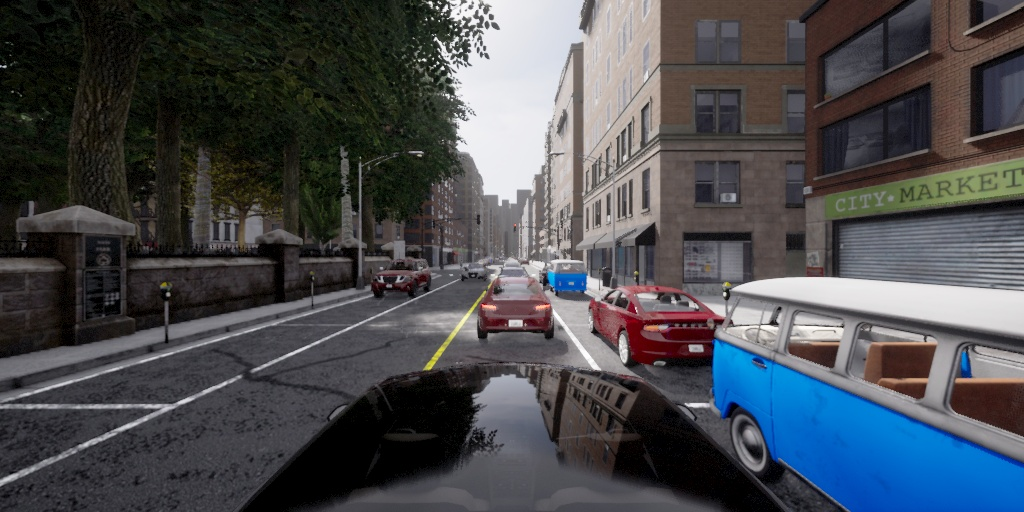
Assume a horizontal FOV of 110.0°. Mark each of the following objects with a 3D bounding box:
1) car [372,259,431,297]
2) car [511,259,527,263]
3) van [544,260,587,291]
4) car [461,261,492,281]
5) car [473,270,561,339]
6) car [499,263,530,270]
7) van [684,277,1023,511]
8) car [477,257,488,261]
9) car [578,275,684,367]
[{"bbox_3d":[-5.669,1.071,19.069,2.192,1.841,5.009,0,0,0],"label":"car"},{"bbox_3d":[0.003,1.261,29.312,1.837,1.490,4.892,0,0,0],"label":"car"},{"bbox_3d":[2.856,1.097,19.109,1.690,1.789,3.998,0,0,0],"label":"van"},{"bbox_3d":[-3.001,1.331,29.529,1.994,1.385,4.181,0,0,0],"label":"car"},{"bbox_3d":[0.095,1.280,9.989,1.812,1.442,4.674,0,0,0],"label":"car"},{"bbox_3d":[0.096,1.304,19.568,2.033,1.411,5.357,0,0,1],"label":"car"},{"bbox_3d":[2.857,1.091,2.127,1.690,1.789,3.998,0,0,0],"label":"van"},{"bbox_3d":[-5.671,1.270,62.588,1.751,1.417,4.829,0,0,0],"label":"car"},{"bbox_3d":[2.856,1.298,7.788,1.888,1.381,4.507,0,0,0],"label":"car"}]
